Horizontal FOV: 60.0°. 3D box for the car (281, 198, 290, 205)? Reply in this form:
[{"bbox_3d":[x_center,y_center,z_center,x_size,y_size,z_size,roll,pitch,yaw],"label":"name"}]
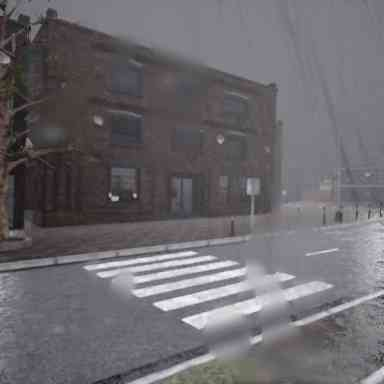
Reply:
[{"bbox_3d":[20.916,2.176,77.079,2.163,1.488,4.792,1,-1,43],"label":"car"}]
